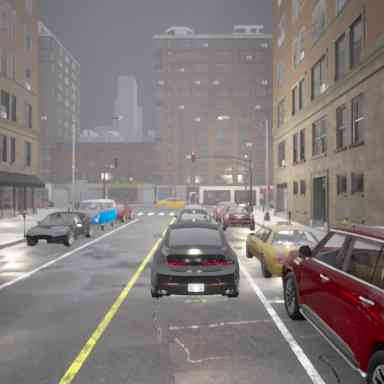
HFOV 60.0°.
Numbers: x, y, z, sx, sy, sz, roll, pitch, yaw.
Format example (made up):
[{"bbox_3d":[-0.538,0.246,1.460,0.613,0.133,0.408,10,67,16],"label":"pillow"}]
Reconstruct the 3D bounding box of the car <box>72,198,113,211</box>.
[{"bbox_3d":[-11.530,1.472,38.718,4.181,1.385,1.994,0,-1,5],"label":"car"}]

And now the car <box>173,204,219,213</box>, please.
[{"bbox_3d":[0.094,1.540,16.010,1.812,1.442,4.674,0,0,0],"label":"car"}]

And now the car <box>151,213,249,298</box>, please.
[{"bbox_3d":[0.047,1.511,8.525,1.837,1.490,4.892,0,0,-1],"label":"car"}]

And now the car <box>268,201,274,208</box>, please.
[{"bbox_3d":[13.444,1.570,48.851,4.553,1.767,2.097,0,-1,0],"label":"car"}]

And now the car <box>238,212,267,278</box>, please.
[{"bbox_3d":[2.672,1.532,9.905,1.752,1.417,4.829,1,0,0],"label":"car"}]

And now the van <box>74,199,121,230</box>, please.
[{"bbox_3d":[-5.855,1.361,20.699,1.690,1.788,3.998,1,0,0],"label":"van"}]

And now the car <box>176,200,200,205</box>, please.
[{"bbox_3d":[0.071,1.574,25.980,2.033,1.411,5.357,0,0,0],"label":"car"}]

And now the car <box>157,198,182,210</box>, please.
[{"bbox_3d":[-1.949,1.496,42.243,5.008,1.535,1.882,0,-1,0],"label":"car"}]

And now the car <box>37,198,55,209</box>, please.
[{"bbox_3d":[-19.768,1.454,42.345,4.181,1.385,1.994,0,-1,0],"label":"car"}]

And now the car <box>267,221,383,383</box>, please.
[{"bbox_3d":[2.677,1.317,4.252,2.192,1.841,5.009,1,0,0],"label":"car"}]

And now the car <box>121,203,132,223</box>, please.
[{"bbox_3d":[-5.859,1.572,26.181,1.887,1.381,4.507,1,0,0],"label":"car"}]

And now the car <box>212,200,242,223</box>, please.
[{"bbox_3d":[2.667,1.467,26.183,1.967,1.590,4.097,1,0,0],"label":"car"}]

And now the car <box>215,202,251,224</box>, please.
[{"bbox_3d":[2.669,1.460,20.700,1.967,1.590,4.097,1,0,0],"label":"car"}]

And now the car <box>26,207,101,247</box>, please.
[{"bbox_3d":[-5.855,1.579,15.216,1.947,1.339,4.313,1,0,0],"label":"car"}]
